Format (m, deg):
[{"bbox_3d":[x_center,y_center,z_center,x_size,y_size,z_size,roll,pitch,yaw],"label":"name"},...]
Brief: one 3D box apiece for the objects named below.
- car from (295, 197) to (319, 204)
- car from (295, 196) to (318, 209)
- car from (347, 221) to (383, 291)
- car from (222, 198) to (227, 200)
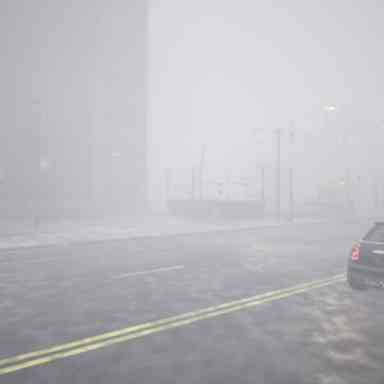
[{"bbox_3d":[22.631,1.637,65.461,4.674,1.452,2.002,0,0,-36],"label":"car"},{"bbox_3d":[15.717,1.407,46.402,4.553,1.767,2.185,0,0,-36],"label":"car"},{"bbox_3d":[5.738,1.387,7.885,4.553,1.767,2.097,0,0,-35],"label":"car"},{"bbox_3d":[4.984,1.726,60.977,4.718,1.301,1.895,0,0,-36],"label":"car"}]
